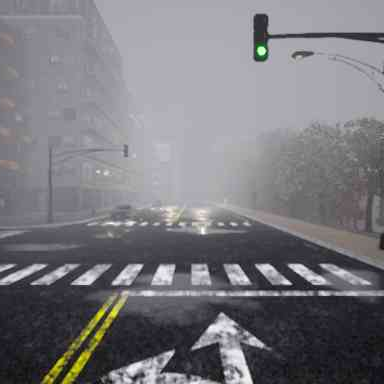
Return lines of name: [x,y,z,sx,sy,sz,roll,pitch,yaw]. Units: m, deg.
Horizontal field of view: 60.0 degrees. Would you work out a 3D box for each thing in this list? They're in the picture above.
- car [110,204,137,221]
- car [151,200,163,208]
car: [-6.485,1.898,31.838,1.882,1.535,5.008,0,0,0]
car: [-6.466,2.302,62.919,1.812,1.442,4.674,0,0,0]
